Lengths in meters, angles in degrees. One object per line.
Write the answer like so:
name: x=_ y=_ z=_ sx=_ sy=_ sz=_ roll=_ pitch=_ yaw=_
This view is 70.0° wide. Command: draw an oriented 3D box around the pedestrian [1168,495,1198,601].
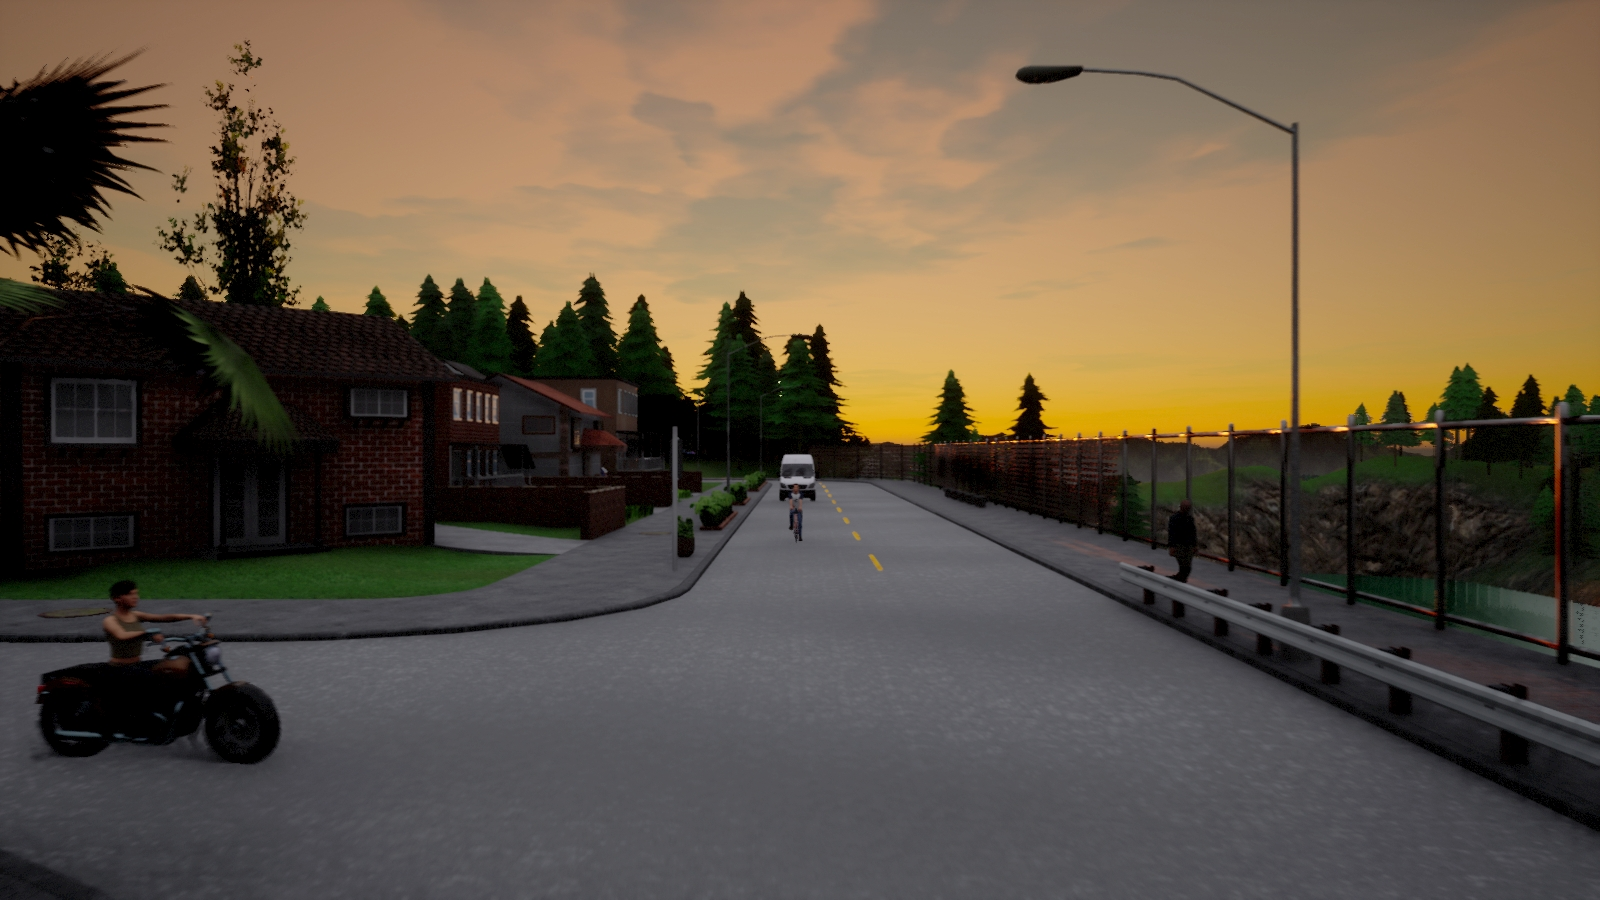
pedestrian: x=6.855 y=1.742 z=20.446 sx=0.375 sy=1.860 sz=0.375 roll=0 pitch=0 yaw=-13

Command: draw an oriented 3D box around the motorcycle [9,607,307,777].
motorcycle: x=-5.786 y=2.156 z=10.358 sx=2.356 sy=1.307 sz=0.764 roll=0 pitch=1 yaw=7

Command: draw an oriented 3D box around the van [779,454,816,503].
van: x=-0.136 y=1.533 z=63.506 sx=1.988 sy=2.561 sz=5.915 roll=0 pitch=0 yaw=0
